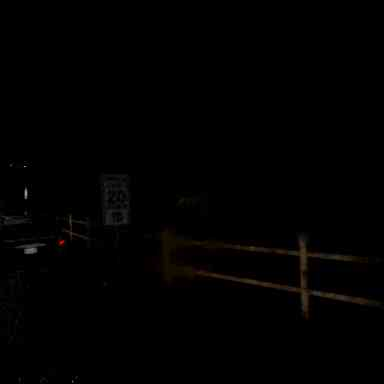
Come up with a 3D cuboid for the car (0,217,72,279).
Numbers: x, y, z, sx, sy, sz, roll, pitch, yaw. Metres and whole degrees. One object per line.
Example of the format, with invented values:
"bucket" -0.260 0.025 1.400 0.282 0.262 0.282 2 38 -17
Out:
"car" -5.225 1.612 10.583 2.097 1.767 4.553 -2 0 -28
